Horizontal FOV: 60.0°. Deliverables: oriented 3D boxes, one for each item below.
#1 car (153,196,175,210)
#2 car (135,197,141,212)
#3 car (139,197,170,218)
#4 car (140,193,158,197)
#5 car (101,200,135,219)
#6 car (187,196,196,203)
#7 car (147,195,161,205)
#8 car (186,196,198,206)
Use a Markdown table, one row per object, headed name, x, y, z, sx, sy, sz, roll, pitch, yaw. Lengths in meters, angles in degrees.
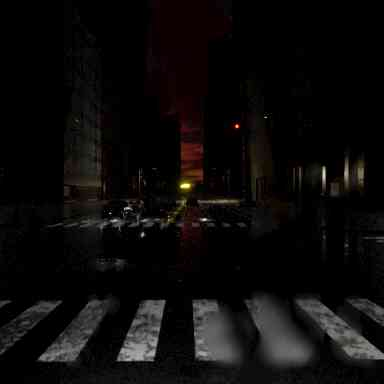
| name | x | y | z | sx | sy | sz | roll | pitch | yaw |
| --- | --- | --- | --- | --- | --- | --- | --- | --- | --- |
| car | -3.423 | 1.529 | 40.132 | 1.812 | 1.442 | 4.674 | 0 | 0 | 0 |
| car | -6.667 | 1.604 | 38.821 | 1.895 | 1.301 | 4.718 | 0 | 0 | 0 |
| car | -3.400 | 1.480 | 30.851 | 1.882 | 1.535 | 5.008 | 0 | 0 | 0 |
| car | -6.677 | 1.226 | 48.732 | 2.150 | 2.045 | 5.566 | 0 | 0 | 0 |
| car | -6.665 | 1.507 | 29.558 | 1.837 | 1.490 | 4.892 | 0 | 0 | 0 |
| car | -0.077 | 1.569 | 70.904 | 1.994 | 1.385 | 4.181 | 0 | 0 | 0 |
| car | -6.661 | 1.359 | 58.994 | 2.097 | 1.767 | 4.553 | 0 | 0 | -1 |
| car | -0.004 | 1.553 | 55.091 | 2.033 | 1.411 | 5.357 | 0 | 0 | 0 |
